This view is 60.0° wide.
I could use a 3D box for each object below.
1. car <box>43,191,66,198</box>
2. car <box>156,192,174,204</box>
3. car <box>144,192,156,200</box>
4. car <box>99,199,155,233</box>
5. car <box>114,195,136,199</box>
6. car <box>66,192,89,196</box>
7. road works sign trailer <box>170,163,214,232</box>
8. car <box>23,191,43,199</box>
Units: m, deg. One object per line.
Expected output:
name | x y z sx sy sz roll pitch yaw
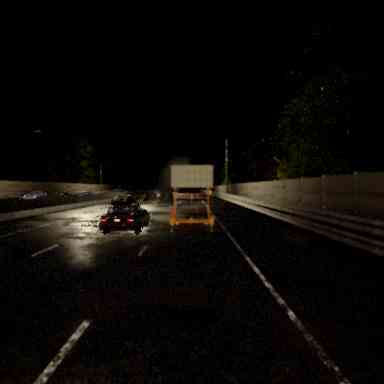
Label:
car | -21.042 0.805 52.292 1.837 1.490 4.892 0 1 1
car | -3.403 0.728 46.309 2.097 1.767 4.553 0 1 0
car | -6.903 0.786 55.585 1.812 1.442 4.674 0 1 0
car | -3.402 1.303 17.602 2.033 1.411 5.357 0 1 0
car | -6.903 1.029 33.927 2.128 1.511 4.902 0 1 0
car | -17.544 0.778 52.369 1.882 1.535 5.008 0 1 1
road works sign trailer | -0.001 0.213 18.161 2.380 3.560 2.880 0 1 0
car | -24.538 0.654 52.310 2.097 1.767 4.553 0 1 1
